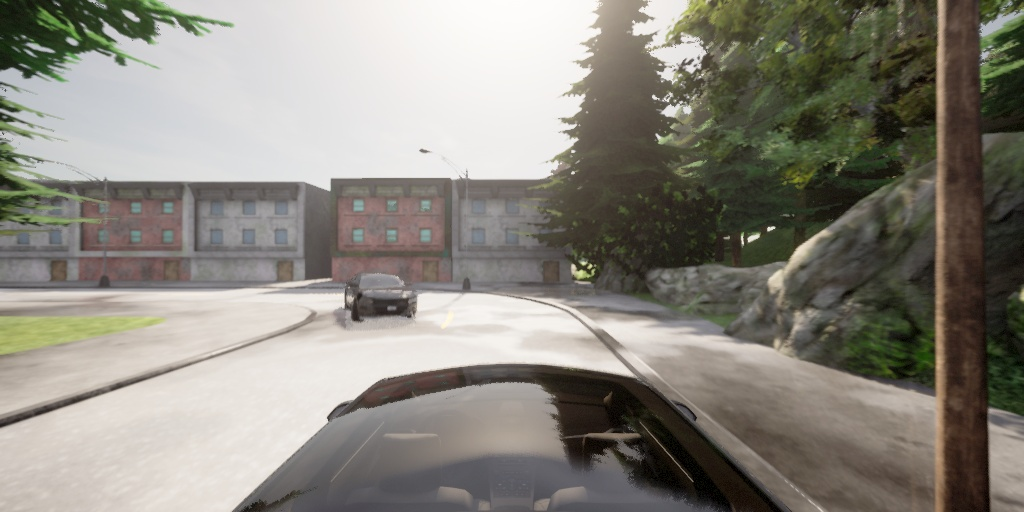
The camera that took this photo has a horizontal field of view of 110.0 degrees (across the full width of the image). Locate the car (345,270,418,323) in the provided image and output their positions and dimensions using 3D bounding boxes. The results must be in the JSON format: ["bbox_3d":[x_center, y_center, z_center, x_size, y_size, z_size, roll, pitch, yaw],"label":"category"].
[{"bbox_3d":[-4.794,1.307,12.874,1.882,1.535,5.008,2,-1,-30],"label":"car"}]
